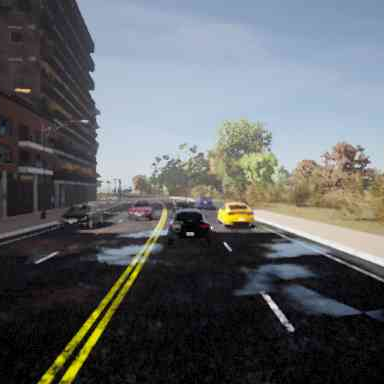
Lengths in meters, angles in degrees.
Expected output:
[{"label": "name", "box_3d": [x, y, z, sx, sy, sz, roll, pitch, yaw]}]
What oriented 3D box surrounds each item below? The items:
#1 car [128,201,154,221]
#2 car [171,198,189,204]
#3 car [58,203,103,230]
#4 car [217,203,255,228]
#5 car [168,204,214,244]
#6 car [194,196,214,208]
[{"label": "car", "box_3d": [-4.120, 1.523, 27.573, 1.812, 1.442, 4.674, 0, 0, -3]}, {"label": "car", "box_3d": [-1.331, 1.467, 37.755, 2.128, 1.511, 4.902, 0, 0, -4]}, {"label": "car", "box_3d": [-7.074, 1.519, 21.548, 1.837, 1.490, 4.892, 0, 0, -3]}, {"label": "car", "box_3d": [2.843, 1.456, 22.296, 1.882, 1.535, 5.008, 0, 0, -2]}, {"label": "car", "box_3d": [-0.146, 1.520, 15.653, 1.812, 1.442, 4.674, 0, 0, -2]}, {"label": "car", "box_3d": [1.471, 1.310, 42.657, 2.097, 1.767, 4.553, 0, 0, -4]}]
